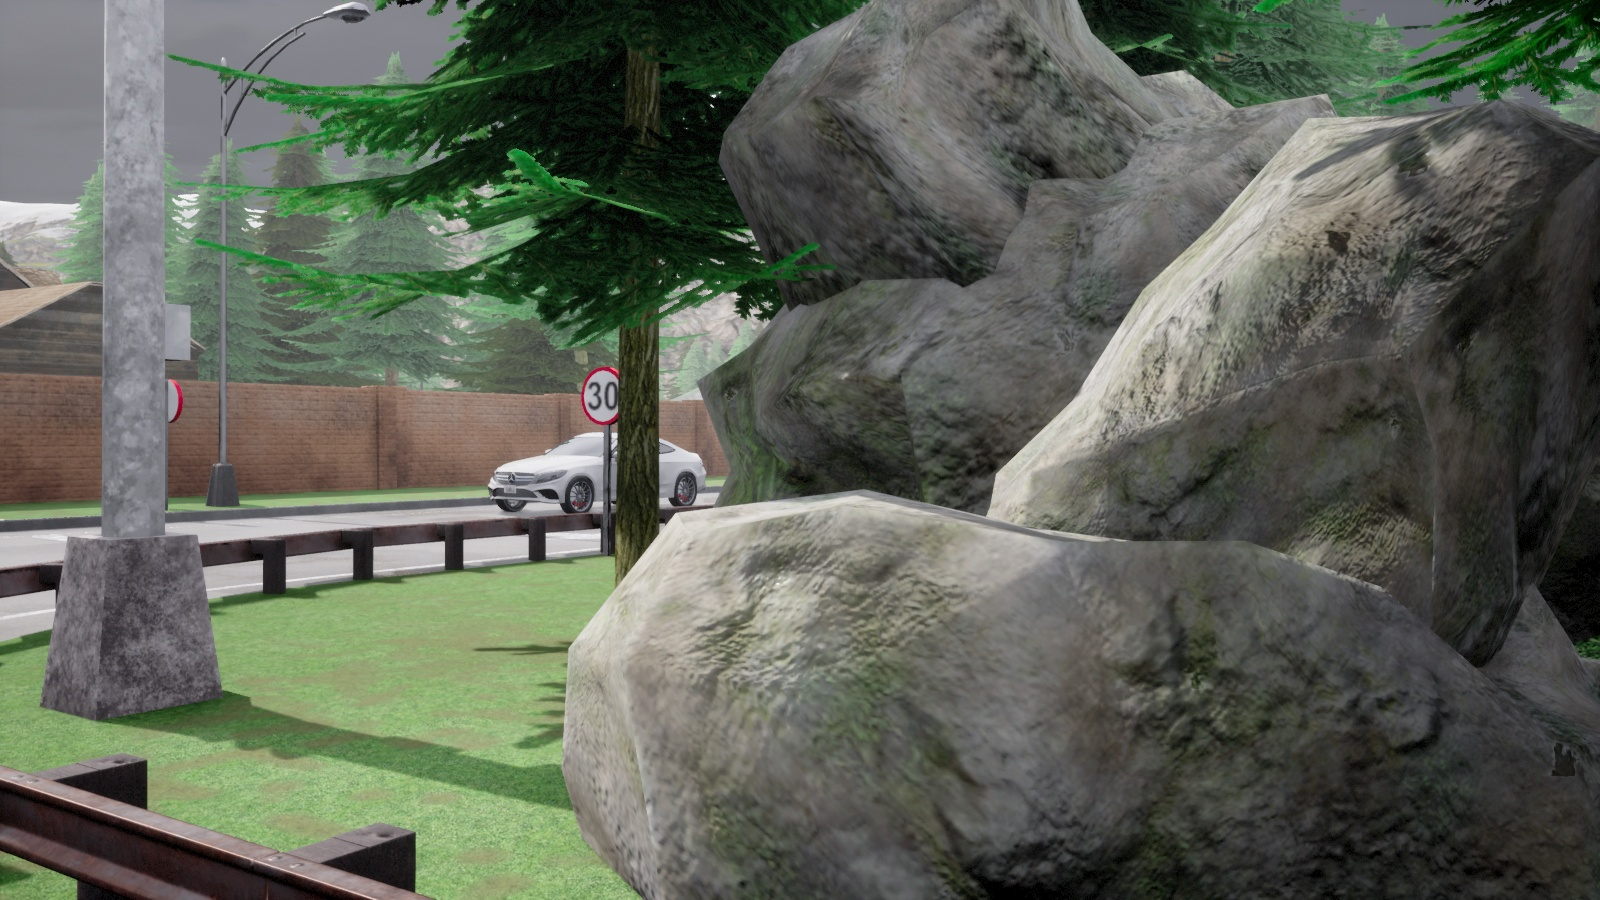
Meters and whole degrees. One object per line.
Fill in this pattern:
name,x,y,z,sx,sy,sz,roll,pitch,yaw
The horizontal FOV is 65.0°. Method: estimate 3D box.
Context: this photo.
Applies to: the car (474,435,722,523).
car,-3.608,0.457,23.271,1.812,1.442,4.674,0,1,34
